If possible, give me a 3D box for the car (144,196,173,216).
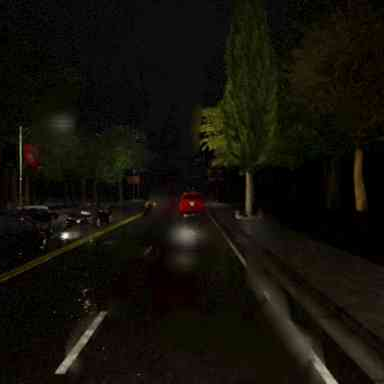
[{"bbox_3d":[-3.219,1.240,31.692,2.097,1.767,4.553,0,0,0],"label":"car"}]

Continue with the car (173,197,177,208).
[{"bbox_3d":[-3.172,1.378,45.601,1.837,1.490,4.892,0,0,1],"label":"car"}]

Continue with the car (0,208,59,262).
[{"bbox_3d":[-6.500,1.494,11.145,2.033,1.411,5.357,0,0,0],"label":"car"}]

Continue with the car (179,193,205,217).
[{"bbox_3d":[0.021,1.113,30.422,2.150,2.045,5.566,0,0,0],"label":"car"}]

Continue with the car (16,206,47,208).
[{"bbox_3d":[-9.737,1.519,19.764,1.895,1.301,4.718,0,0,0],"label":"car"}]

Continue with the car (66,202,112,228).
[{"bbox_3d":[-6.486,1.418,21.390,1.837,1.490,4.892,0,0,0],"label":"car"}]

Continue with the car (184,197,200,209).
[{"bbox_3d":[0.057,1.421,43.765,2.033,1.411,5.357,0,0,1],"label":"car"}]
